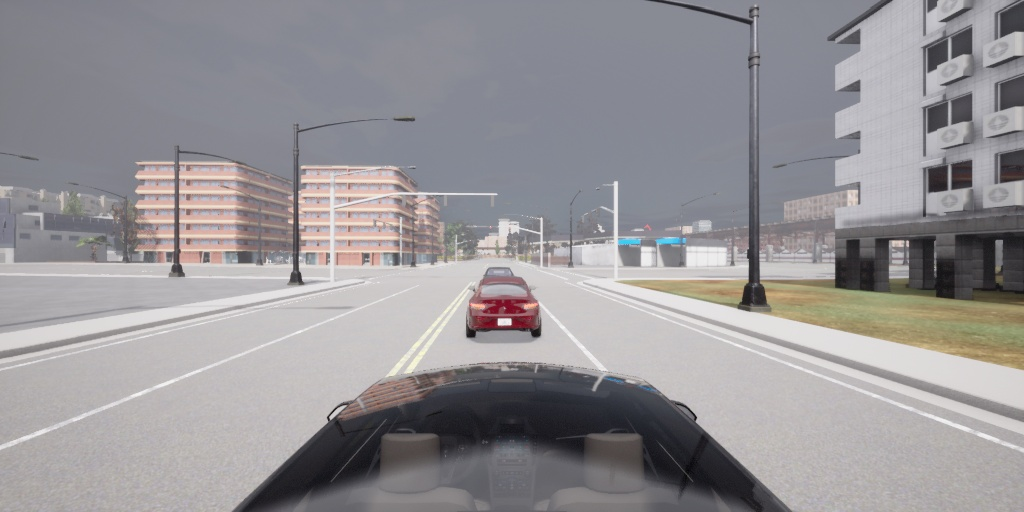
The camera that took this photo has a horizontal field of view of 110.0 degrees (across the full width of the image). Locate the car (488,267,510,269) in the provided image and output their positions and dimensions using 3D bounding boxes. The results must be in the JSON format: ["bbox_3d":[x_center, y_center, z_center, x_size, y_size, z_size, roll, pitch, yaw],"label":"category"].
[{"bbox_3d":[-0.720,1.297,19.706,2.033,1.411,5.357,0,0,-3],"label":"car"}]

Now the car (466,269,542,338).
[{"bbox_3d":[-0.265,1.276,10.132,1.812,1.442,4.674,0,0,-3],"label":"car"}]
